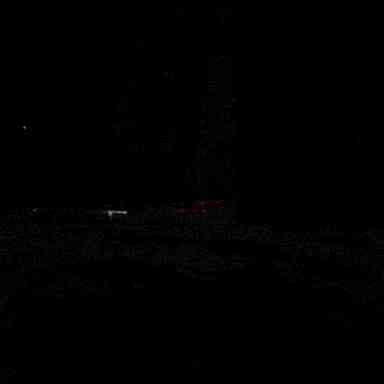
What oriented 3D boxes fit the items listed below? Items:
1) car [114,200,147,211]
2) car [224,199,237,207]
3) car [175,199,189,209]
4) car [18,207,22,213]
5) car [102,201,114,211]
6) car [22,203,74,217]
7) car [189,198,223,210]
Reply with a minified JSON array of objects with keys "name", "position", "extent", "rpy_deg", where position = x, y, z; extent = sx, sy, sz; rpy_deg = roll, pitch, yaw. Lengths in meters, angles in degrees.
[{"name":"car","position":[-8.295,1.908,46.315],"extent":[1.994,1.385,4.181],"rpy_deg":[-1,0,36]},{"name":"car","position":[7.849,1.886,57.503],"extent":[1.994,1.385,4.181],"rpy_deg":[-1,0,36]},{"name":"car","position":[-0.774,1.857,50.984],"extent":[1.812,1.442,4.674],"rpy_deg":[-1,0,36]},{"name":"car","position":[-17.585,1.953,38.965],"extent":[1.895,1.301,4.718],"rpy_deg":[-1,0,36]},{"name":"car","position":[-10.842,1.894,48.343],"extent":[1.812,1.442,4.674],"rpy_deg":[-1,0,36]},{"name":"car","position":[-15.500,1.928,36.299],"extent":[1.895,1.301,4.718],"rpy_deg":[-1,0,36]},{"name":"car","position":[2.174,1.660,49.513],"extent":[2.097,1.767,4.553],"rpy_deg":[-1,0,36]}]
